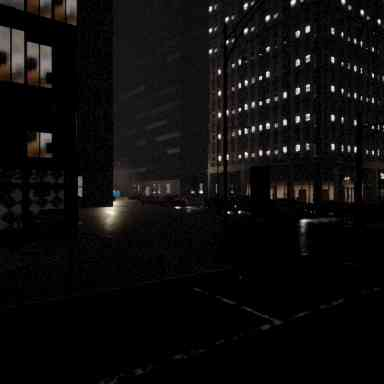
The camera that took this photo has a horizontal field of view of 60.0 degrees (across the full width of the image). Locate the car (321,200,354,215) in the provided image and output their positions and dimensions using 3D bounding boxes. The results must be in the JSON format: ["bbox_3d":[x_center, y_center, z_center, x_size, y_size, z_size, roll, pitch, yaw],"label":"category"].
[{"bbox_3d":[13.037,1.377,31.249,1.802,1.307,4.206,1,0,-32],"label":"car"}]

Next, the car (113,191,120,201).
[{"bbox_3d":[-14.969,0.919,58.893,1.887,1.381,4.507,1,0,-35],"label":"car"}]

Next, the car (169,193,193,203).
[{"bbox_3d":[-1.855,0.926,54.351,1.967,1.590,4.097,1,0,-35],"label":"car"}]

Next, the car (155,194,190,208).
[{"bbox_3d":[-2.477,1.211,40.515,1.802,1.307,4.206,1,0,-33],"label":"car"}]

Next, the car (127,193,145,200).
[{"bbox_3d":[-11.498,0.864,67.799,1.947,1.339,4.313,1,0,-36],"label":"car"}]

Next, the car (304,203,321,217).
[{"bbox_3d":[8.182,1.309,28.499,1.837,1.490,4.892,0,1,-32],"label":"car"}]

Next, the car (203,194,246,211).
[{"bbox_3d":[3.164,1.189,36.463,2.128,1.511,4.902,0,1,-32],"label":"car"}]

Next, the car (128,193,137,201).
[{"bbox_3d":[-10.150,0.934,61.631,1.994,1.385,4.181,0,1,-35],"label":"car"}]

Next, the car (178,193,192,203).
[{"bbox_3d":[-2.444,1.058,45.176,1.882,1.535,5.008,0,1,-34],"label":"car"}]

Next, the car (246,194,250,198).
[{"bbox_3d":[5.802,1.046,37.841,2.097,1.767,4.553,0,1,-32],"label":"car"}]

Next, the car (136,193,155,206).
[{"bbox_3d":[-5.425,1.094,45.011,1.752,1.417,4.829,1,0,-33],"label":"car"}]

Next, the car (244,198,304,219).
[{"bbox_3d":[6.417,1.399,26.558,1.802,1.307,4.206,1,0,-32],"label":"car"}]
